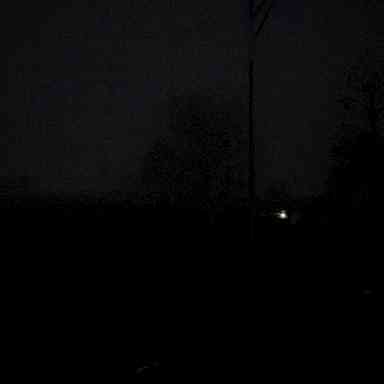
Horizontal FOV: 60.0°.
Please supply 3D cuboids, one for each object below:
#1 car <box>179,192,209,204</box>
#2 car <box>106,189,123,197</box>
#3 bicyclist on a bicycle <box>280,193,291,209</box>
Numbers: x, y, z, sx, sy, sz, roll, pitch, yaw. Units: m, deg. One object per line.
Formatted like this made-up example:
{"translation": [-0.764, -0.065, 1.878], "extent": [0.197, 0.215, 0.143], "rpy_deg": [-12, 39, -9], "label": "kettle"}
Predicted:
{"translation": [0.154, 0.747, 42.224], "extent": [2.128, 1.511, 4.902], "rpy_deg": [-1, 2, -35], "label": "car"}
{"translation": [-14.689, 0.226, 63.053], "extent": [1.812, 1.442, 4.674], "rpy_deg": [-1, 2, -35], "label": "car"}
{"translation": [9.606, 0.950, 34.184], "extent": [1.656, 1.620, 0.582], "rpy_deg": [0, 1, -35], "label": "bicyclist on a bicycle"}
